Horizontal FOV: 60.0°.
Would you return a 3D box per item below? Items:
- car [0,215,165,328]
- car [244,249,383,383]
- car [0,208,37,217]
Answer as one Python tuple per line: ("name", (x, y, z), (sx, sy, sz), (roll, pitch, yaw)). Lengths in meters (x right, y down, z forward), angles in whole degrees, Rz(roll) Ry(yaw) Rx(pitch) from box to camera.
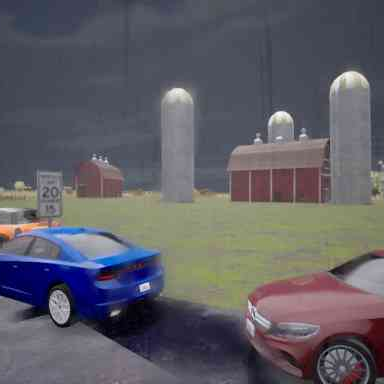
("car", (-2.892, 1.480, 7.054), (5.008, 1.535, 1.882), (0, 0, 33))
("car", (3.080, 1.557, 4.635), (4.674, 1.442, 1.812), (1, 0, -7))
("car", (-6.945, 1.364, 12.304), (4.553, 1.767, 2.097), (0, 0, 30))
